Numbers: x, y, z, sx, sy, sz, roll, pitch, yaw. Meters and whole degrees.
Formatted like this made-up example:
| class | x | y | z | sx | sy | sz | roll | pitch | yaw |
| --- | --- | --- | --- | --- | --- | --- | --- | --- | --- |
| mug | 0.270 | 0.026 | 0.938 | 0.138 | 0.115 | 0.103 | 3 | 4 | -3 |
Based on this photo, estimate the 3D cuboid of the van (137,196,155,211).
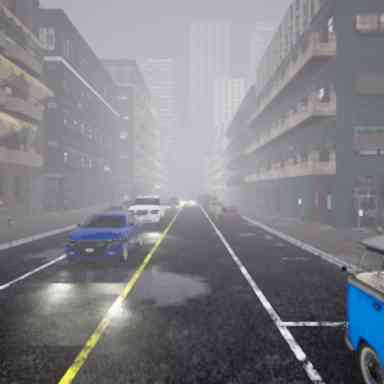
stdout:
| class | x | y | z | sx | sy | sz | roll | pitch | yaw |
| --- | --- | --- | --- | --- | --- | --- | --- | --- | --- |
| van | -5.709 | 1.417 | 41.762 | 1.690 | 1.788 | 3.998 | -1 | 0 | 0 |

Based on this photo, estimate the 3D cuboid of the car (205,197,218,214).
| class | x | y | z | sx | sy | sz | roll | pitch | yaw |
| --- | --- | --- | --- | --- | --- | --- | --- | --- | --- |
| car | 2.646 | 1.589 | 36.309 | 1.752 | 1.417 | 4.829 | -1 | 0 | 0 |

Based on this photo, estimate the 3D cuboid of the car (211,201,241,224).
| class | x | y | z | sx | sy | sz | roll | pitch | yaw |
| --- | --- | --- | --- | --- | --- | --- | --- | --- | --- |
| car | 2.658 | 1.626 | 24.935 | 1.802 | 1.307 | 4.206 | -1 | 0 | 0 |

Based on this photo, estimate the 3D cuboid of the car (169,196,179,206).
| class | x | y | z | sx | sy | sz | roll | pitch | yaw |
| --- | --- | --- | --- | --- | --- | --- | --- | --- | --- |
| car | -3.111 | 1.605 | 55.816 | 1.837 | 1.490 | 4.892 | 0 | 0 | 0 |

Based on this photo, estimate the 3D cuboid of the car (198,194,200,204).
| class | x | y | z | sx | sy | sz | roll | pitch | yaw |
| --- | --- | --- | --- | --- | --- | --- | --- | --- | --- |
| car | 2.622 | 1.419 | 58.548 | 2.192 | 1.841 | 5.009 | -1 | 0 | 0 |

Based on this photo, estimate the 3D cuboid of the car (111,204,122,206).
| class | x | y | z | sx | sy | sz | roll | pitch | yaw |
| --- | --- | --- | --- | --- | --- | --- | --- | --- | --- |
| car | -5.689 | 1.628 | 24.956 | 1.802 | 1.307 | 4.206 | -1 | 0 | 0 |

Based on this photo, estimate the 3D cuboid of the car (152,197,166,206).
| class | x | y | z | sx | sy | sz | roll | pitch | yaw |
| --- | --- | --- | --- | --- | --- | --- | --- | --- | --- |
| car | -5.762 | 1.657 | 58.568 | 2.008 | 1.369 | 4.403 | -1 | 0 | 0 |

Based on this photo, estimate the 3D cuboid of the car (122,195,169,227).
| class | x | y | z | sx | sy | sz | roll | pitch | yaw |
| --- | --- | --- | --- | --- | --- | --- | --- | --- | --- |
| car | -3.072 | 1.264 | 23.362 | 2.150 | 2.045 | 5.566 | 0 | 0 | 0 |

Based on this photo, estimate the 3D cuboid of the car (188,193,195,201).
| class | x | y | z | sx | sy | sz | roll | pitch | yaw |
| --- | --- | --- | --- | --- | --- | --- | --- | --- | --- |
| car | -0.083 | 1.242 | 87.583 | 2.150 | 2.045 | 5.566 | 0 | 0 | 0 |

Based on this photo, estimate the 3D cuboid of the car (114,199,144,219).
| class | x | y | z | sx | sy | sz | roll | pitch | yaw |
| --- | --- | --- | --- | --- | --- | --- | --- | --- | --- |
| car | -5.696 | 1.496 | 30.557 | 1.967 | 1.590 | 4.097 | -1 | 0 | 0 |

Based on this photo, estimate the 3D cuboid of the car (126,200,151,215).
| class | x | y | z | sx | sy | sz | roll | pitch | yaw |
| --- | --- | --- | --- | --- | --- | --- | --- | --- | --- |
| car | -5.700 | 1.617 | 36.159 | 2.008 | 1.369 | 4.403 | -1 | 0 | 0 |

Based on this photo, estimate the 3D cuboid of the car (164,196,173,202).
| class | x | y | z | sx | sy | sz | roll | pitch | yaw |
| --- | --- | --- | --- | --- | --- | --- | --- | --- | --- |
| car | -5.777 | 1.731 | 80.976 | 1.802 | 1.307 | 4.206 | -1 | 0 | 0 |

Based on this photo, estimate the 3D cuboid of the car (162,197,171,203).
| class | x | y | z | sx | sy | sz | roll | pitch | yaw |
| --- | --- | --- | --- | --- | --- | --- | --- | --- | --- |
| car | -5.771 | 1.720 | 75.374 | 1.802 | 1.307 | 4.206 | -1 | 0 | 0 |

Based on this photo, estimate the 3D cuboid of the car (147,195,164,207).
| class | x | y | z | sx | sy | sz | roll | pitch | yaw |
| --- | --- | --- | --- | --- | --- | --- | --- | --- | --- |
| car | -5.743 | 1.411 | 52.966 | 2.192 | 1.841 | 5.009 | -1 | 0 | 0 |

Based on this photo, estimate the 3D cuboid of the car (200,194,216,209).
| class | x | y | z | sx | sy | sz | roll | pitch | yaw |
| --- | --- | --- | --- | --- | --- | --- | --- | --- | --- |
| car | 2.633 | 1.399 | 47.344 | 2.192 | 1.841 | 5.009 | -1 | 0 | 0 |

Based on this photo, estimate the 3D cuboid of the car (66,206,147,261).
| class | x | y | z | sx | sy | sz | roll | pitch | yaw |
| --- | --- | --- | --- | --- | --- | --- | --- | --- | --- |
| car | -3.103 | 1.501 | 12.577 | 1.882 | 1.535 | 5.008 | 0 | 0 | 0 |

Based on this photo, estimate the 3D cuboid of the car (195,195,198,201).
| class | x | y | z | sx | sy | sz | roll | pitch | yaw |
| --- | --- | --- | --- | --- | --- | --- | --- | --- | --- |
| car | 2.328 | 1.345 | 69.413 | 2.150 | 2.045 | 5.566 | 0 | 0 | 0 |

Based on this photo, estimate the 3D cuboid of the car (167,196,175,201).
| class | x | y | z | sx | sy | sz | roll | pitch | yaw |
| --- | --- | --- | --- | --- | --- | --- | --- | --- | --- |
| car | -5.788 | 1.721 | 92.180 | 2.008 | 1.369 | 4.403 | -1 | 0 | 0 |

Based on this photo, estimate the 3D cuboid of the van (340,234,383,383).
| class | x | y | z | sx | sy | sz | roll | pitch | yaw |
| --- | --- | --- | --- | --- | --- | --- | --- | --- | --- |
| van | 2.677 | 1.345 | 2.527 | 1.690 | 1.788 | 3.998 | -1 | 0 | 0 |
